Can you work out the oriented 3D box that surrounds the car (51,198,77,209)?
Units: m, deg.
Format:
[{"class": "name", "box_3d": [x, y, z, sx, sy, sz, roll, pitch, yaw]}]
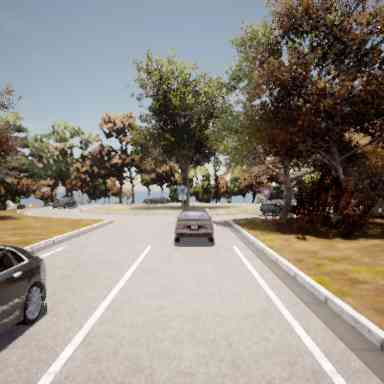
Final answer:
[{"class": "car", "box_3d": [-17.386, 1.562, 45.492, 1.837, 1.490, 4.892, -1, 0, 4]}]

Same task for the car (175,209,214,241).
[{"class": "car", "box_3d": [0.103, 1.568, 16.776, 2.033, 1.411, 5.357, 0, 0, 0]}]

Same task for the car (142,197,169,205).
[{"class": "car", "box_3d": [-6.523, 1.565, 60.230, 4.902, 1.511, 2.128, 0, 0, -18]}]

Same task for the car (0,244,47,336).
[{"class": "car", "box_3d": [-3.595, 1.511, 4.298, 1.837, 1.490, 4.892, 0, 0, 0]}]

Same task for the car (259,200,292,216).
[{"class": "car", "box_3d": [8.784, 1.532, 32.796, 4.902, 1.511, 2.128, 0, 0, -35]}]
